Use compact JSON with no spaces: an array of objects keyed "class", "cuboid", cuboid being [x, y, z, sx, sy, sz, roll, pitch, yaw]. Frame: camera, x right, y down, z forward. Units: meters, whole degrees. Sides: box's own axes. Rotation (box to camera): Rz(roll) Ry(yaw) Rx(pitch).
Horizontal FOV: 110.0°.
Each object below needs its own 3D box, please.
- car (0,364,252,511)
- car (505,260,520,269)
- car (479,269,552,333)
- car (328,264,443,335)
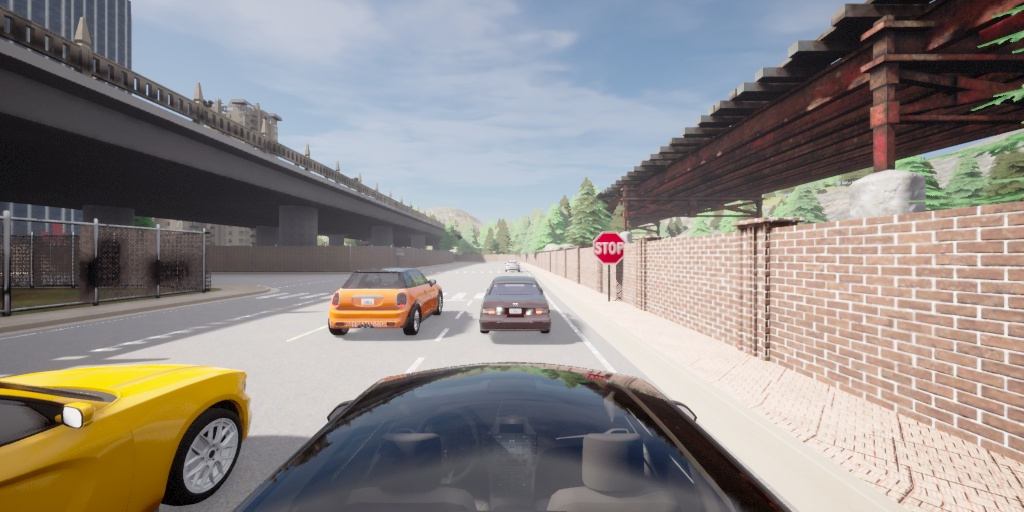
[{"class":"car","cuboid":[-3.398,1.228,1.366,1.882,1.535,5.008,0,0,0]},{"class":"car","cuboid":[0.074,1.276,45.516,1.812,1.442,4.674,0,0,-1]},{"class":"car","cuboid":[0.076,1.297,10.647,2.033,1.411,5.357,0,0,0]},{"class":"car","cuboid":[-3.425,1.102,10.623,2.097,1.767,4.553,0,0,0]}]
